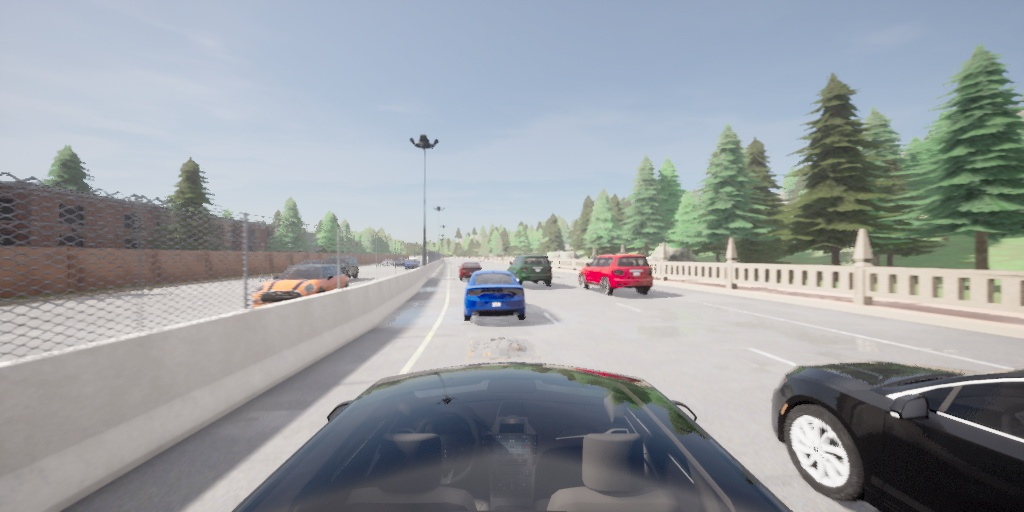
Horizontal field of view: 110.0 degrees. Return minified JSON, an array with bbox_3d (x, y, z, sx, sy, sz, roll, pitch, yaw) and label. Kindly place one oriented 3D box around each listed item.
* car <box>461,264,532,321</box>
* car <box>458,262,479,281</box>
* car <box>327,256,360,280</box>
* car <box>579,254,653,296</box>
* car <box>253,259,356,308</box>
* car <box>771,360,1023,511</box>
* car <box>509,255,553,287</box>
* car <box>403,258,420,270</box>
[{"bbox_3d":[-0.715,1.227,12.637,1.882,1.535,5.008,0,0,-6],"label":"car"},{"bbox_3d":[-3.555,1.232,30.784,1.882,1.535,5.008,0,0,-10],"label":"car"},{"bbox_3d":[-14.175,1.021,29.458,2.150,2.045,5.566,0,0,-10],"label":"car"},{"bbox_3d":[5.438,0.943,19.441,2.150,2.045,5.566,0,0,-9],"label":"car"},{"bbox_3d":[-8.132,1.131,14.324,2.097,1.767,4.553,0,0,-8],"label":"car"},{"bbox_3d":[3.456,1.241,1.531,1.837,1.490,4.892,0,0,0],"label":"car"},{"bbox_3d":[1.125,0.959,24.218,2.150,2.045,5.566,0,0,-10],"label":"car"},{"bbox_3d":[-14.966,1.271,54.540,1.882,1.535,5.008,0,0,-9],"label":"car"}]
